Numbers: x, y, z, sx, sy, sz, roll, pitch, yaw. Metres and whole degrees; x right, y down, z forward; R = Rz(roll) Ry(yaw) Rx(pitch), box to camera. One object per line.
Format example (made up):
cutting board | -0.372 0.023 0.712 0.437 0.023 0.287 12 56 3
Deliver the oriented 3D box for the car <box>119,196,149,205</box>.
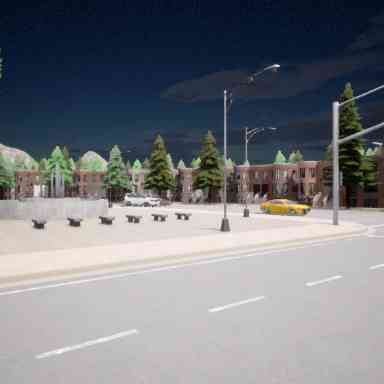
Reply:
car | -10.071 1.505 57.567 4.892 1.490 1.837 0 0 22

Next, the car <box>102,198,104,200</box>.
car | -19.439 1.491 63.892 4.902 1.511 2.128 0 0 7

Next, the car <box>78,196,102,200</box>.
car | -19.742 1.547 60.382 5.357 1.411 2.033 0 0 9

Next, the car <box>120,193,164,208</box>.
car | -7.365 1.221 48.458 5.566 2.045 2.150 0 0 29

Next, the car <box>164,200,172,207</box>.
car | -5.283 1.525 51.207 4.674 1.442 1.812 0 0 30

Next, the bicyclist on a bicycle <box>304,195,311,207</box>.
bicyclist on a bicycle | 16.257 1.303 46.652 1.656 1.620 0.582 0 0 -37

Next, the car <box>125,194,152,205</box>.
car | -9.826 1.352 61.188 4.553 1.767 2.097 0 0 21

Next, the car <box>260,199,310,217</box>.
car | 8.887 1.477 32.100 1.882 1.535 5.008 0 0 -37

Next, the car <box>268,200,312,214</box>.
car | 10.488 1.564 35.757 1.994 1.385 4.181 0 0 -37
